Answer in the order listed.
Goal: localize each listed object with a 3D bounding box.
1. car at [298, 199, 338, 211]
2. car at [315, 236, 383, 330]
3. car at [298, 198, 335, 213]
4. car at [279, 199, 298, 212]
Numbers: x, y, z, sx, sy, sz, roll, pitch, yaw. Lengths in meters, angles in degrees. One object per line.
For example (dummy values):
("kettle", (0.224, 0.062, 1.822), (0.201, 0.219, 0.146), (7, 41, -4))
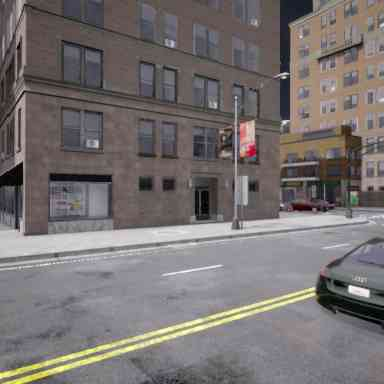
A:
("car", (15.806, 1.576, 41.900), (1.947, 1.339, 4.313), (0, 0, -35))
("car", (4.311, 1.563, 6.493), (4.181, 1.385, 1.994), (0, 0, -35))
("car", (12.698, 1.468, 36.773), (1.882, 1.535, 5.008), (0, 0, -35))
("car", (9.238, 1.420, 37.291), (1.967, 1.590, 4.097), (0, 0, -35))
